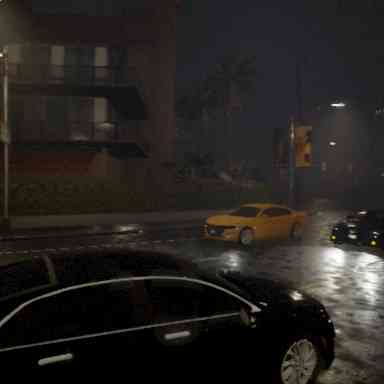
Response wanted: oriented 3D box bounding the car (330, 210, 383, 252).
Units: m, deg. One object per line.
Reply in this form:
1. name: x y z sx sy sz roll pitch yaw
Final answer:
1. car: 7.360 1.438 13.344 4.181 1.385 1.994 0 1 -40

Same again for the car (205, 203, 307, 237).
1. car: 2.821 1.255 14.163 5.008 1.535 1.882 0 2 -36

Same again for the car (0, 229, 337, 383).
1. car: -0.578 1.418 3.613 4.892 1.490 1.837 1 2 -28
